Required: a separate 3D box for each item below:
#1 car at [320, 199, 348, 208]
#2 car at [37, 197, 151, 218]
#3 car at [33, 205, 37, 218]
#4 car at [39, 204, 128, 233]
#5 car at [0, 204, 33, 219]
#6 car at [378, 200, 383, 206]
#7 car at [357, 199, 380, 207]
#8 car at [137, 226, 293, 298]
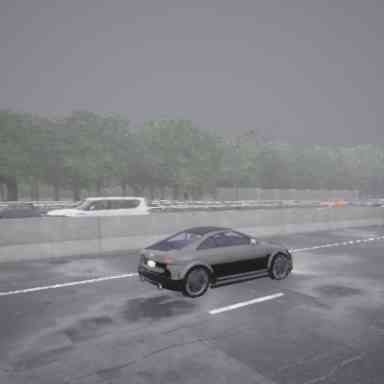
[{"bbox_3d":[20.809,1.747,48.882,4.553,1.767,2.097,1,0,-35],"label":"car"},{"bbox_3d":[-4.868,1.267,17.714,5.566,2.045,2.150,1,0,-35],"label":"car"},{"bbox_3d":[-8.629,1.613,23.627,4.181,1.385,1.994,1,0,-35],"label":"car"},{"bbox_3d":[-6.675,1.553,20.723,4.892,1.490,1.837,1,0,-35],"label":"car"},{"bbox_3d":[-13.037,1.573,24.788,5.357,1.411,2.033,0,0,-35],"label":"car"},{"bbox_3d":[27.810,2.026,45.262,4.718,1.301,1.895,1,0,-35],"label":"car"},{"bbox_3d":[25.841,1.777,48.157,4.553,1.767,2.097,1,0,-35],"label":"car"},{"bbox_3d":[0.709,1.604,8.674,4.181,1.385,1.994,1,0,-36],"label":"car"}]
